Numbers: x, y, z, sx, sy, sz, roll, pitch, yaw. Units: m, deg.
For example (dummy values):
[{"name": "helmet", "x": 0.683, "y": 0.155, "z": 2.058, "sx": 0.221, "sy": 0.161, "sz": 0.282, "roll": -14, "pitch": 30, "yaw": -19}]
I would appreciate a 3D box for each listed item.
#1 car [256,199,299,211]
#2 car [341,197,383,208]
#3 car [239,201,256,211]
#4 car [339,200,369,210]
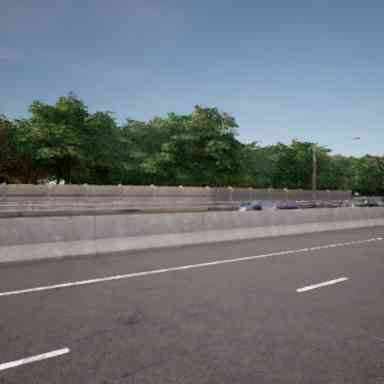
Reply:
[{"name": "car", "x": 9.714, "y": 1.633, "z": 36.672, "sx": 4.553, "sy": 1.767, "sz": 2.097, "roll": 1, "pitch": 0, "yaw": -35}, {"name": "car", "x": 20.170, "y": 1.603, "z": 39.795, "sx": 5.566, "sy": 2.045, "sz": 2.150, "roll": 1, "pitch": 0, "yaw": -35}, {"name": "car", "x": 7.713, "y": 1.807, "z": 39.543, "sx": 4.674, "sy": 1.442, "sz": 1.812, "roll": 1, "pitch": 0, "yaw": -35}, {"name": "car", "x": 25.338, "y": 1.984, "z": 52.014, "sx": 4.902, "sy": 1.511, "sz": 2.128, "roll": 1, "pitch": 0, "yaw": -35}]
